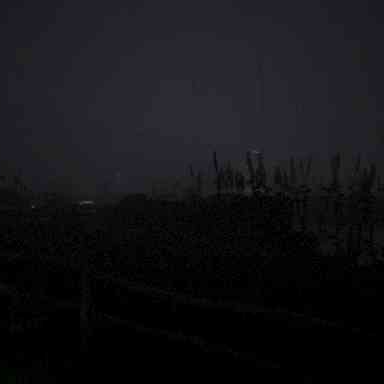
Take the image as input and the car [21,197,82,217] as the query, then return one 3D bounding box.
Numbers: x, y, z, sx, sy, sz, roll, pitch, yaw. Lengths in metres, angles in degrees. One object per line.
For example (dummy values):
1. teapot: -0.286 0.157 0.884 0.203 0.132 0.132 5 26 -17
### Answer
1. car: -10.972 1.135 26.279 1.812 1.442 4.674 0 2 38
